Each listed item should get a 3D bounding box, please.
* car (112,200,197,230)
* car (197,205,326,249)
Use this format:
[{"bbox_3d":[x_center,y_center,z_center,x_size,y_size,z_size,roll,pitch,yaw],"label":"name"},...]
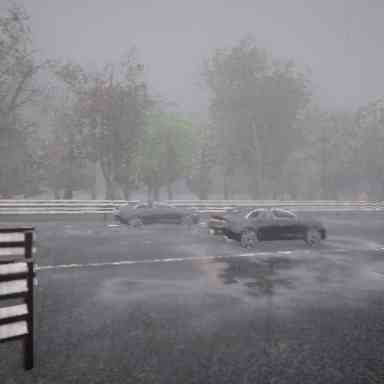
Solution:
[{"bbox_3d":[-1.974,1.236,18.657,4.902,1.511,2.128,1,0,-21],"label":"car"},{"bbox_3d":[2.984,1.296,13.070,4.902,1.511,2.128,1,0,-21],"label":"car"}]
